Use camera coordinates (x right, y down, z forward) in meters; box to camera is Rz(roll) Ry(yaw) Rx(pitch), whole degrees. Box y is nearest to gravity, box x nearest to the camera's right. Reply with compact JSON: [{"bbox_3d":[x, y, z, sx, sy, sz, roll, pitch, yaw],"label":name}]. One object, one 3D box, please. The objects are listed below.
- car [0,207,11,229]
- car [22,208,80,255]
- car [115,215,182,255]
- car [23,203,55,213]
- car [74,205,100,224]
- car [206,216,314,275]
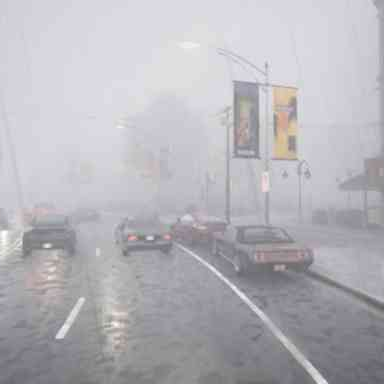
[{"bbox_3d":[-14.030,1.779,23.439,1.837,1.490,4.892,0,-1,-31],"label":"car"},{"bbox_3d":[-5.876,1.665,14.133,1.837,1.490,4.892,0,0,-18],"label":"car"},{"bbox_3d":[-2.188,1.697,14.126,2.033,1.411,5.357,0,-1,-17],"label":"car"},{"bbox_3d":[-12.742,1.664,27.908,2.097,1.767,4.553,0,-1,-35],"label":"car"},{"bbox_3d":[-9.825,1.890,29.840,1.994,1.385,4.181,0,-1,-35],"label":"car"},{"bbox_3d":[1.942,1.701,10.835,1.895,1.301,4.718,0,-1,-9],"label":"car"}]
